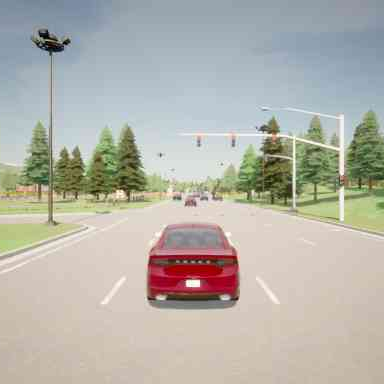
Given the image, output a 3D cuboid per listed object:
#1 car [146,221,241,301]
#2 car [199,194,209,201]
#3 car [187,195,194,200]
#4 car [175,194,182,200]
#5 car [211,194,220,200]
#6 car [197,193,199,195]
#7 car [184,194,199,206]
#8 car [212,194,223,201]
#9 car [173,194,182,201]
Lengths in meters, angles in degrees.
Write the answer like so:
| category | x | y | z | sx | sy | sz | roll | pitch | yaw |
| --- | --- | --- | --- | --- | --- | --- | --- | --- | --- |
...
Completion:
| category | x | y | z | sx | sy | sz | roll | pitch | yaw |
| --- | --- | --- | --- | --- | --- | --- | --- | --- | --- |
| car | 0.031 | 1.478 | 8.398 | 1.882 | 1.535 | 5.008 | 0 | 0 | 0 |
| car | 3.175 | 1.516 | 84.043 | 1.812 | 1.442 | 4.674 | 0 | 0 | 0 |
| car | -0.364 | 1.427 | 94.062 | 1.895 | 1.301 | 4.718 | 0 | 0 | 0 |
| car | -3.864 | 1.310 | 94.019 | 1.882 | 1.535 | 5.008 | 0 | 0 | 0 |
| car | 6.636 | 1.372 | 94.060 | 2.033 | 1.411 | 5.357 | 0 | 0 | 0 |
| car | 3.136 | 1.357 | 94.046 | 2.128 | 1.511 | 4.902 | 0 | 0 | 0 |
| car | -0.204 | 1.525 | 53.000 | 1.812 | 1.442 | 4.674 | 0 | 0 | 0 |
| car | 6.676 | 1.516 | 83.640 | 2.128 | 1.511 | 4.902 | 0 | 0 | 0 |
| car | -3.824 | 1.469 | 83.599 | 1.882 | 1.535 | 5.008 | 0 | 0 | 0 |
